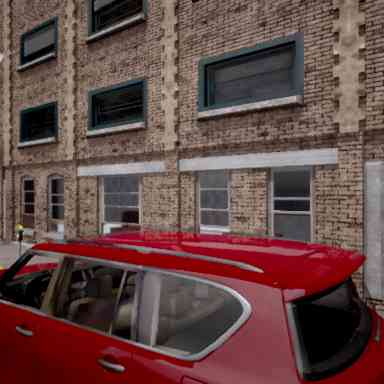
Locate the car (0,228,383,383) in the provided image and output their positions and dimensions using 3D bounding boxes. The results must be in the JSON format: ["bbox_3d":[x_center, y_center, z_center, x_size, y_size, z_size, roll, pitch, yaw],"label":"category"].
[{"bbox_3d":[-0.717,1.313,3.388,5.009,1.841,2.192,0,0,35],"label":"car"}]
